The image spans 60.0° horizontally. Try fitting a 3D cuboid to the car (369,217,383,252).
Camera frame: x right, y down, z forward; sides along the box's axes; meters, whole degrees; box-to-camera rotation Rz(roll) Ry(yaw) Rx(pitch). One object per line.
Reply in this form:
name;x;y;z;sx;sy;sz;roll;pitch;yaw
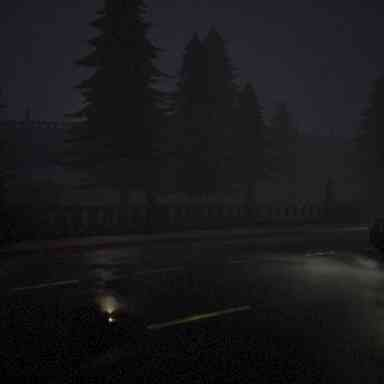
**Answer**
car;9.045;1.177;12.027;5.566;2.045;2.150;0;0;-24
